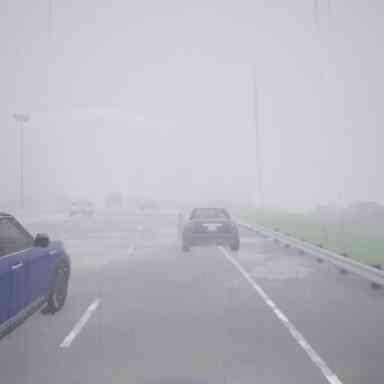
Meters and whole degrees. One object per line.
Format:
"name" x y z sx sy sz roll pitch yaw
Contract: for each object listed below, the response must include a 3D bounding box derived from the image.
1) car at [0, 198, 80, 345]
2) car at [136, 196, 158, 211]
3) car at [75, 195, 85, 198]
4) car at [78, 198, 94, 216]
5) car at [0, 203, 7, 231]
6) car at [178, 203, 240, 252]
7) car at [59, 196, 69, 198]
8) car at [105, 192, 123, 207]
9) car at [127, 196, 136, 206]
"car" -3.406 1.209 4.356 2.150 2.045 5.566 0 0 -3
"car" -5.304 1.418 39.755 1.812 1.442 4.674 0 0 -15
"car" -22.218 1.353 65.976 1.812 1.442 4.674 0 0 -27
"car" -10.152 1.520 30.795 1.895 1.301 4.718 0 0 -13
"car" -11.514 1.435 17.043 1.882 1.535 5.008 0 0 -8
"car" 0.528 1.312 13.946 2.097 1.767 4.553 0 0 -5
"car" -20.915 1.348 54.230 2.128 1.511 4.902 0 0 -22
"car" -11.657 1.087 49.537 2.150 2.045 5.566 0 0 -20
"car" -8.814 1.339 51.558 1.882 1.535 5.008 0 0 -19
